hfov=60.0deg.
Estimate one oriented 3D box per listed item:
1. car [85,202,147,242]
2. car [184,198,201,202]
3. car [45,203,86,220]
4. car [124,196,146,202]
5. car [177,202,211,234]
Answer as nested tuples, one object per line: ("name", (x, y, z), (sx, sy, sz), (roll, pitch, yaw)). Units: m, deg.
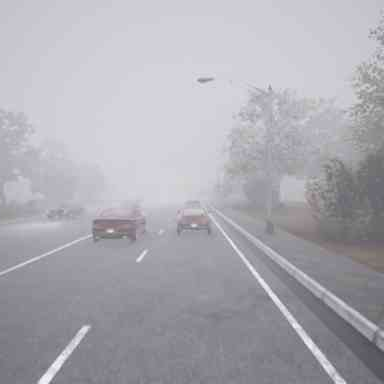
("car", (-3.414, 1.475, 16.378), (1.882, 1.535, 5.008), (0, 0, 0))
("car", (0.095, 1.486, 40.407), (2.128, 1.511, 4.902), (0, 0, 0))
("car", (-10.602, 1.597, 28.241), (1.895, 1.301, 4.718), (0, 0, 0))
("car", (-7.096, 1.542, 38.921), (2.033, 1.411, 5.357), (0, 0, 0))
("car", (0.100, 1.523, 19.244), (1.812, 1.442, 4.674), (0, 0, 0))
